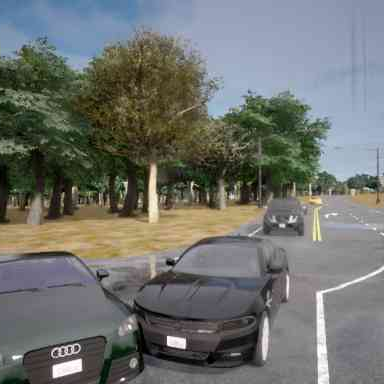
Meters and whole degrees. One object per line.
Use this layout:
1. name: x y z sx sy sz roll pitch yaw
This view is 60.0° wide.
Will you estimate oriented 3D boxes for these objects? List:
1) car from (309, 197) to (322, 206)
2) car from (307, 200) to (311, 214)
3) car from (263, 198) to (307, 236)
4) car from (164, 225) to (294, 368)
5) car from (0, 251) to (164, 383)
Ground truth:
1. car: 22.670 1.682 61.180 1.882 1.535 5.008 -1 0 28
2. car: 11.664 1.812 36.315 1.895 1.301 4.718 -1 0 20
3. car: 5.631 1.395 20.058 2.150 2.045 5.566 -1 0 19
4. car: 0.714 1.613 6.320 1.882 1.535 5.008 -1 -2 21
5. car: -2.328 1.643 5.014 1.994 1.385 4.181 1 -2 -33
